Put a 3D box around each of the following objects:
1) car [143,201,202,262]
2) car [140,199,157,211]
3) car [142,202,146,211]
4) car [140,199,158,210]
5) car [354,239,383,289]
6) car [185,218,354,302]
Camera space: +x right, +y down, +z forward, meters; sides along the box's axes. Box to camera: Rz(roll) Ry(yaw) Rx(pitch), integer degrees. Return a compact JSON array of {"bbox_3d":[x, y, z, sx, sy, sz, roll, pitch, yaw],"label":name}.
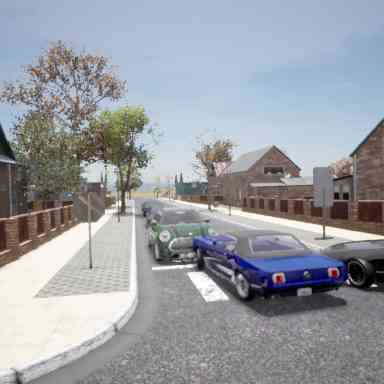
[{"bbox_3d":[-0.479,1.394,12.527,2.097,1.767,4.553,-2,0,-12],"label":"car"},{"bbox_3d":[-5.759,1.648,43.714,2.033,1.411,5.357,-2,0,-9],"label":"car"},{"bbox_3d":[-2.103,1.620,22.511,1.994,1.385,4.181,-2,0,-10],"label":"car"},{"bbox_3d":[-3.877,1.555,32.690,1.882,1.535,5.008,-2,0,-10],"label":"car"},{"bbox_3d":[5.558,1.434,7.069,5.357,1.411,2.033,-1,0,41],"label":"car"},{"bbox_3d":[1.474,1.592,8.407,1.895,1.301,4.718,-1,1,-17],"label":"car"}]
